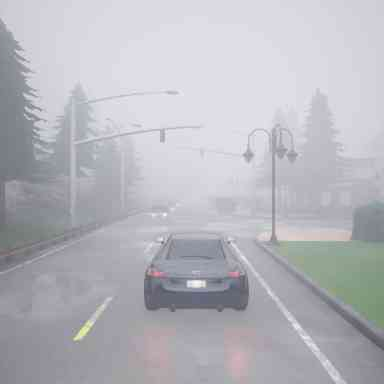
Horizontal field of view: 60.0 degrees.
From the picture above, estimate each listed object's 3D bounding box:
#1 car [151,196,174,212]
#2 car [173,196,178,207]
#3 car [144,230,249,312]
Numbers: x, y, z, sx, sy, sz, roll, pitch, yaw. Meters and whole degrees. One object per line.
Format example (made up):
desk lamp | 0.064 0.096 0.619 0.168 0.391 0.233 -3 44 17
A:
car | -3.556 1.547 38.493 2.033 1.411 5.357 0 0 0
car | -3.540 1.477 49.472 1.882 1.535 5.008 0 0 0
car | 0.086 1.564 7.782 1.994 1.385 4.181 0 0 0
